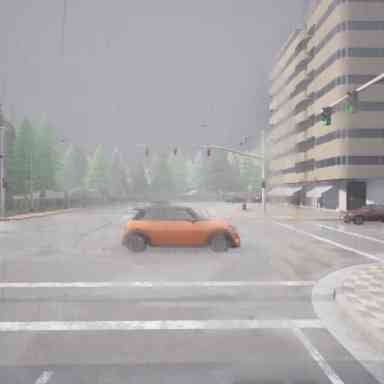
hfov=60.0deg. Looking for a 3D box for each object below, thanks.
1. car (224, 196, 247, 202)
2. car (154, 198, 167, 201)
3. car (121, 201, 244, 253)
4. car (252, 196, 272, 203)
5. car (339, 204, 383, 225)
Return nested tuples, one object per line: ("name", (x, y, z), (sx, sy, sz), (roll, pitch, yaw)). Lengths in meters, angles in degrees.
("car", (8.915, 1.547, 68.146), (5.357, 1.411, 2.033), (0, 0, -38))
("car", (-3.707, 1.491, 39.490), (2.128, 1.511, 4.902), (0, 0, 1))
("car", (-0.412, 1.363, 13.188), (4.553, 1.767, 2.097), (0, 0, -1))
("car", (14.216, 1.526, 67.838), (4.674, 1.442, 1.812), (0, 0, -34))
("car", (13.172, 1.581, 24.090), (4.674, 1.442, 1.812), (0, 0, -1))
